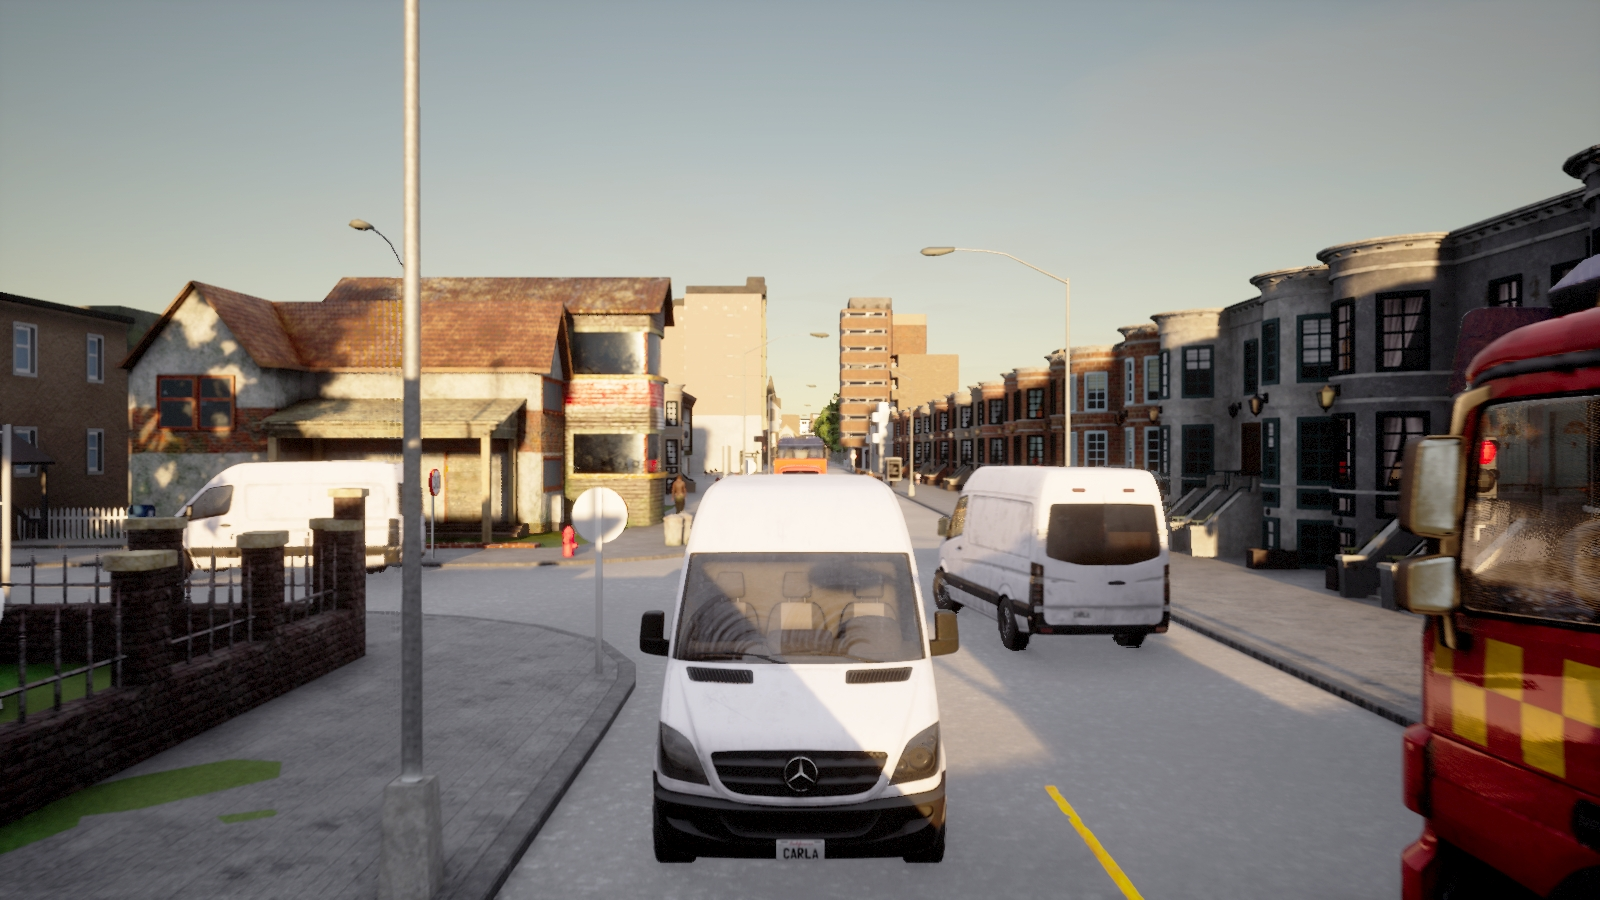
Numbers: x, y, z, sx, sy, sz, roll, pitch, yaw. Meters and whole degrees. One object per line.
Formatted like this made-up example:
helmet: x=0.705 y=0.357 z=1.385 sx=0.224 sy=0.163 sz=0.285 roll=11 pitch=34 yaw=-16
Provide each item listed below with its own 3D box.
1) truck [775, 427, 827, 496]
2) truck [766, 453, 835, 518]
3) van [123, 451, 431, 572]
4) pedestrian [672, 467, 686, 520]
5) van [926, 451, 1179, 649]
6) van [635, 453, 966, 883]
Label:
truck: x=0.037 y=0.668 z=68.208 sx=2.891 sy=3.827 sz=8.468 roll=0 pitch=0 yaw=0
truck: x=0.015 y=1.348 z=46.228 sx=2.627 sy=2.467 sz=5.204 roll=0 pitch=0 yaw=0
van: x=-11.475 y=1.314 z=25.370 sx=5.915 sy=2.561 sz=1.988 roll=0 pitch=0 yaw=0
pedestrian: x=-4.292 y=1.526 z=40.454 sx=0.375 sy=1.860 sz=0.375 roll=0 pitch=0 yaw=14
van: x=3.655 y=1.315 z=17.951 sx=1.988 sy=2.561 sz=5.915 roll=1 pitch=0 yaw=-7
van: x=0.002 y=1.314 z=9.806 sx=1.988 sy=2.561 sz=5.915 roll=0 pitch=0 yaw=0
